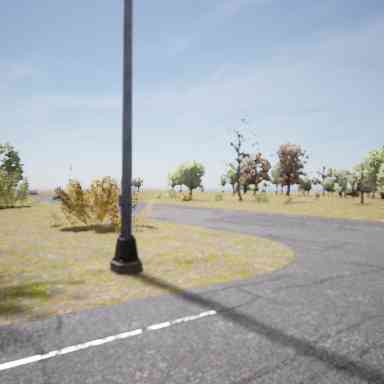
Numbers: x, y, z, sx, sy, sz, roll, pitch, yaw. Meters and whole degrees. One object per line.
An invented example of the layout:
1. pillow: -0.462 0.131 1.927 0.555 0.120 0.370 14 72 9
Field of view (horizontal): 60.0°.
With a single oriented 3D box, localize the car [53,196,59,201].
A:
1. car: -25.293 1.009 63.887 1.895 1.301 4.718 0 1 -34
